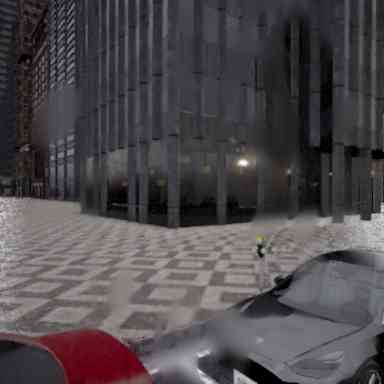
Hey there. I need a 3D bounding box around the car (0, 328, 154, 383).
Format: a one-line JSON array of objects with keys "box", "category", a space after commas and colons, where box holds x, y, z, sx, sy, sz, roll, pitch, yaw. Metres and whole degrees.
[{"box": [-2.269, 1.534, 1.360, 4.507, 1.381, 1.887, 0, 0, -35], "category": "car"}]

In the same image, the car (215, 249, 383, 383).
[{"box": [2.316, 1.560, 4.609, 4.313, 1.339, 1.947, 0, 0, -35], "category": "car"}]
